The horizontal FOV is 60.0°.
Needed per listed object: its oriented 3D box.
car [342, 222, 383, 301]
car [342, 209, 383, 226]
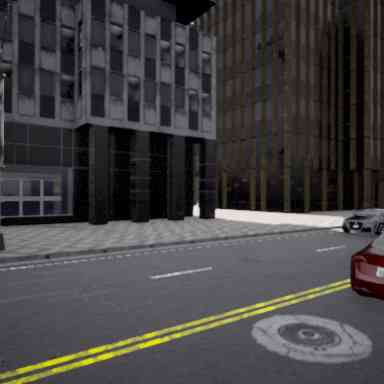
[{"bbox_3d":[5.493,1.556,7.488,4.792,1.488,2.163,0,0,-36],"label":"car"},{"bbox_3d":[10.483,1.682,19.162,4.181,1.385,1.994,0,0,-36],"label":"car"}]
